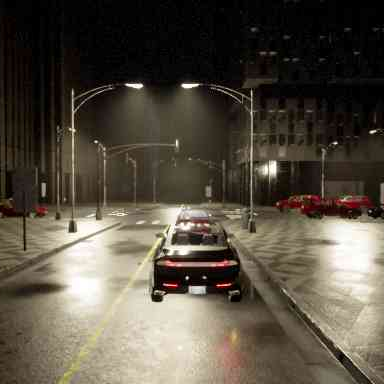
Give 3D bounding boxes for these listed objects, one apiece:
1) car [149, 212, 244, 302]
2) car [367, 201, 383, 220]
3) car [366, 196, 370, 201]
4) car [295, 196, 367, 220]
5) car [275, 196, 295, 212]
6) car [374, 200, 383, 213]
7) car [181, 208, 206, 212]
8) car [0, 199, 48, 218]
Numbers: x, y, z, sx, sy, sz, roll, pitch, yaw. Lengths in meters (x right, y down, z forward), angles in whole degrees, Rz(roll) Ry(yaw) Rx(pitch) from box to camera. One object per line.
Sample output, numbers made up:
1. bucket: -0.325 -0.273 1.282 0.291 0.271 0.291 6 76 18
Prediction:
1. car: 0.086 1.490 8.213 2.128 1.511 4.902 0 0 0
2. car: 17.715 1.741 29.165 4.313 1.339 1.947 0 1 0
3. car: 17.686 1.353 37.686 5.009 1.841 2.192 0 1 0
4. car: 12.073 1.462 29.135 5.009 1.841 2.192 0 1 0
5. car: 12.042 1.324 37.659 5.009 1.841 2.192 0 1 0
6. car: 23.327 1.633 37.715 4.313 1.339 1.947 0 1 0
7. car: 0.070 1.550 18.016 2.033 1.411 5.357 0 0 0
8. car: -14.969 1.566 29.009 4.507 1.381 1.887 0 1 0
